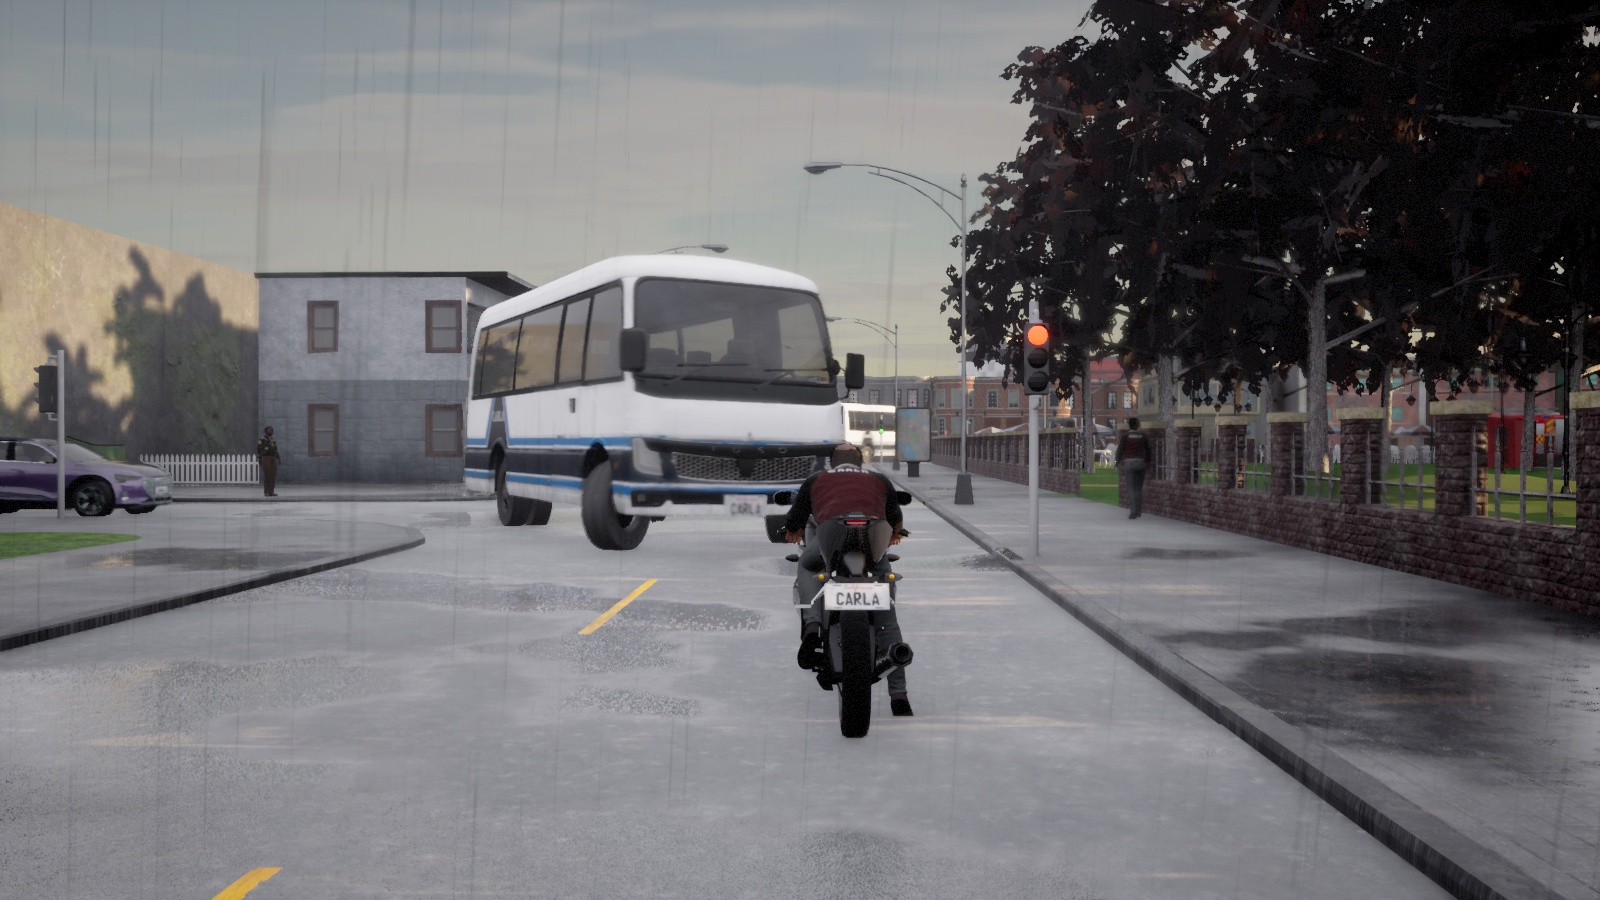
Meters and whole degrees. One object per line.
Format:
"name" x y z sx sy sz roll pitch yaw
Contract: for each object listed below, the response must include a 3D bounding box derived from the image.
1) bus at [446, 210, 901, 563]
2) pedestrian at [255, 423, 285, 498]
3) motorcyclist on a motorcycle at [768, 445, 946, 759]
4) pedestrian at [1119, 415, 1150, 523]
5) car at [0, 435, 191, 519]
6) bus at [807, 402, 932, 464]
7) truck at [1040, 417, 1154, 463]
"bus" -2.749 -0.748 20.582 3.944 4.253 10.273 2 0 -26
"pedestrian" -13.830 0.260 32.760 0.692 1.930 0.395 0 0 34
"motorcyclist on a motorcycle" 0.271 0.741 7.237 0.866 1.530 2.191 0 0 0
"pedestrian" 6.068 0.332 22.786 0.402 1.930 0.666 0 0 3
"car" -15.424 0.519 25.774 4.856 1.649 2.033 0 0 2
"bus" 5.171 -1.140 90.885 3.944 4.253 10.273 -1 0 37
"truck" 22.212 -0.750 94.248 7.936 3.462 2.891 0 0 2
